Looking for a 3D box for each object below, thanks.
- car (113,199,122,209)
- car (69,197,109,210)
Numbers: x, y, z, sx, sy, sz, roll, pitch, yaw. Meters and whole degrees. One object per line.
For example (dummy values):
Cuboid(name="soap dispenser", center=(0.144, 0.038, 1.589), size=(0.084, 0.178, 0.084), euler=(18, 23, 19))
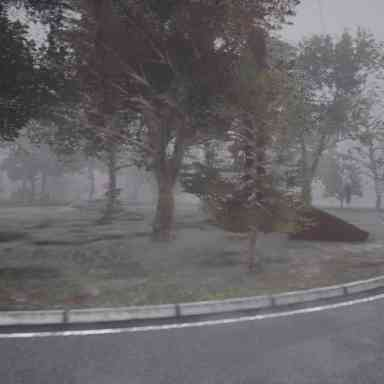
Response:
Cuboid(name="car", center=(-11.759, 1.382, 43.881), size=(5.008, 1.535, 1.882), euler=(0, -1, -17))
Cuboid(name="car", center=(-12.372, 1.506, 40.269), size=(4.718, 1.301, 1.895), euler=(0, 0, -24))
